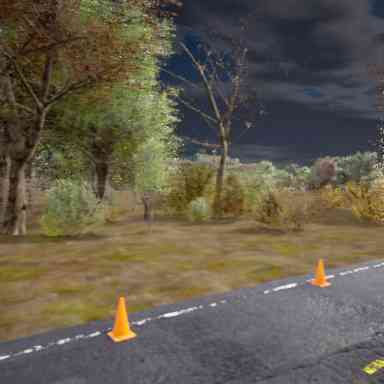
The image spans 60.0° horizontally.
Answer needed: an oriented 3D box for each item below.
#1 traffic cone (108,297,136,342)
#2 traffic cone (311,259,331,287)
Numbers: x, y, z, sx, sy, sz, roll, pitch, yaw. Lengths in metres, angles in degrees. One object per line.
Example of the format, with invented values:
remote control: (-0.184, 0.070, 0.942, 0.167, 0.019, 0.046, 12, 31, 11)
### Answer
traffic cone: (-1.089, 1.939, 5.178, 0.340, 0.580, 0.340, 0, 0, -35)
traffic cone: (3.102, 1.925, 8.014, 0.340, 0.580, 0.340, 0, 0, -33)
